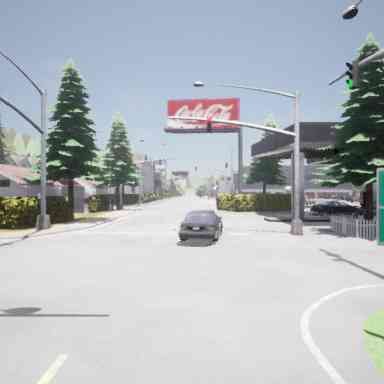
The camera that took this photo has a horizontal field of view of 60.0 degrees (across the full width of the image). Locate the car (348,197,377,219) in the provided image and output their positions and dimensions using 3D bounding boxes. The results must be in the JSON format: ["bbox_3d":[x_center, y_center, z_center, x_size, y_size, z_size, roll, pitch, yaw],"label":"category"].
[{"bbox_3d":[14.317,1.503,24.957,3.866,1.878,1.905,0,0,0],"label":"car"}]

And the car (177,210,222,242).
[{"bbox_3d":[0.485,1.620,17.070,2.033,1.411,5.357,1,1,7],"label":"car"}]

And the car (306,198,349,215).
[{"bbox_3d":[15.915,1.736,36.847,5.357,1.411,2.033,0,0,-15],"label":"car"}]

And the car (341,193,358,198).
[{"bbox_3d":[34.755,1.484,71.858,2.007,1.523,4.514,0,0,0],"label":"car"}]

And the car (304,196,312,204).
[{"bbox_3d":[22.368,1.548,64.040,1.970,1.475,3.806,0,0,0],"label":"car"}]

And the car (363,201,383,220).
[{"bbox_3d":[18.631,1.670,30.636,4.611,1.667,2.242,0,0,0],"label":"car"}]
